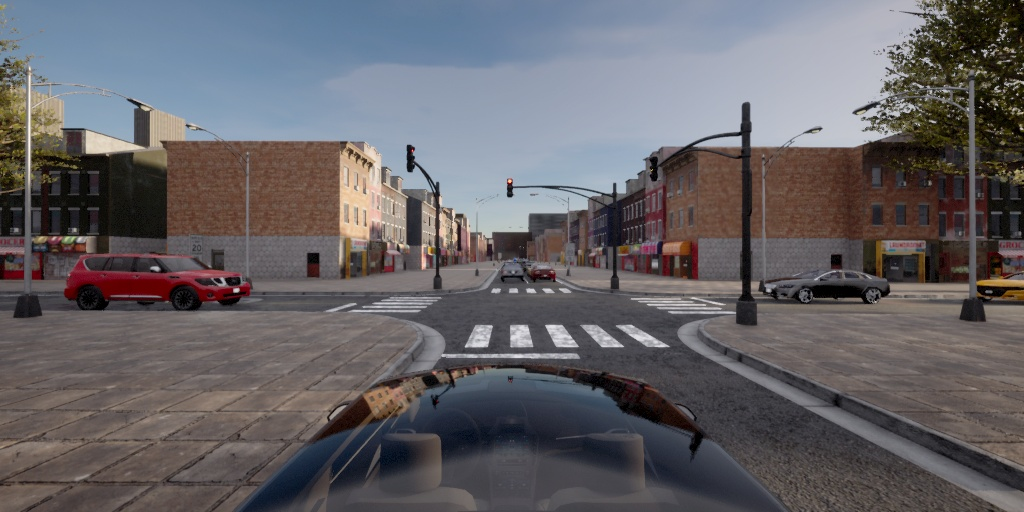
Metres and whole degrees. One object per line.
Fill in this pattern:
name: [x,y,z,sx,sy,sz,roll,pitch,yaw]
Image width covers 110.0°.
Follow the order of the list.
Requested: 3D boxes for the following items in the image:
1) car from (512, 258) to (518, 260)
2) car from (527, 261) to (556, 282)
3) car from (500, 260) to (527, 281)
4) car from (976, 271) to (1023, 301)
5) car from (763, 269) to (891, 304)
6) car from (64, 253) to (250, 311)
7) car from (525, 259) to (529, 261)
car: [-0.388,1.388,64.594,1.812,1.442,4.674,0,0,0]
car: [2.430,1.312,28.653,1.888,1.381,4.507,0,0,0]
car: [-0.014,1.317,30.365,2.033,1.411,5.357,0,0,-2]
car: [24.408,1.393,16.471,5.008,1.535,1.882,0,0,0]
car: [14.268,1.334,16.444,4.902,1.511,2.128,0,0,1]
car: [-13.106,0.928,13.451,5.566,2.045,2.150,0,0,0]
car: [2.384,1.300,34.502,1.751,1.417,4.829,0,0,0]
